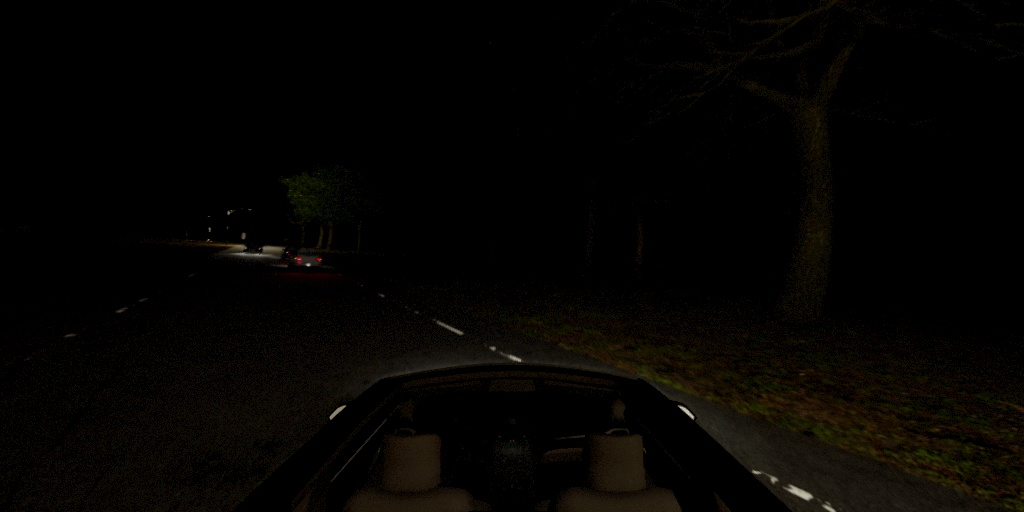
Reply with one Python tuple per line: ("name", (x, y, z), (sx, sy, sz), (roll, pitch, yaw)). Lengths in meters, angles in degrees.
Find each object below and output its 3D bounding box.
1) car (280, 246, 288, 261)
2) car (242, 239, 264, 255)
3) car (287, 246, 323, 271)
("car", (-21.992, -0.301, 36.103), (1.812, 1.442, 4.674), (4, 1, -34))
("car", (-31.752, -1.010, 44.076), (1.812, 1.442, 4.674), (4, 0, -35))
("car", (-14.721, 0.254, 25.619), (1.812, 1.442, 4.674), (4, 1, -34))
